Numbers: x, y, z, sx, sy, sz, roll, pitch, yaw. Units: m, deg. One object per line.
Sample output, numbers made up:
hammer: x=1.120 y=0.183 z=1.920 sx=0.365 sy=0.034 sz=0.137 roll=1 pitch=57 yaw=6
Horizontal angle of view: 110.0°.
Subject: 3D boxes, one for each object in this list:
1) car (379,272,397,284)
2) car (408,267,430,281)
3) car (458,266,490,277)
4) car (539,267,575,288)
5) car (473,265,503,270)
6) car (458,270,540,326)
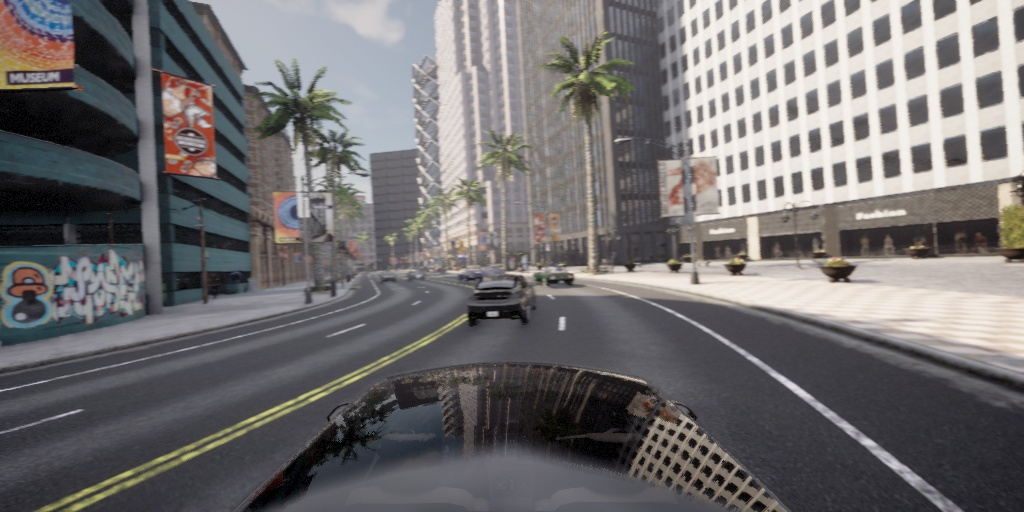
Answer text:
car: x=-16.168 y=2.780 z=46.662 sx=1.837 sy=1.490 sz=4.892 roll=-3 pitch=-1 yaw=-22
car: x=-12.664 y=2.504 z=47.298 sx=2.128 sy=1.511 sz=4.902 roll=-3 pitch=-1 yaw=-22
car: x=-4.098 y=1.969 z=35.759 sx=1.895 sy=1.301 sz=4.718 roll=-3 pitch=-1 yaw=-21
car: x=2.795 y=1.439 z=25.308 sx=1.895 sy=1.301 sz=4.718 roll=-3 pitch=-1 yaw=-10
car: x=-2.419 y=1.872 z=40.972 sx=2.033 sy=1.411 sz=5.357 roll=-3 pitch=-1 yaw=-22
car: x=-0.234 y=1.385 z=12.455 sx=1.837 sy=1.490 sz=4.892 roll=-3 pitch=-1 yaw=8
